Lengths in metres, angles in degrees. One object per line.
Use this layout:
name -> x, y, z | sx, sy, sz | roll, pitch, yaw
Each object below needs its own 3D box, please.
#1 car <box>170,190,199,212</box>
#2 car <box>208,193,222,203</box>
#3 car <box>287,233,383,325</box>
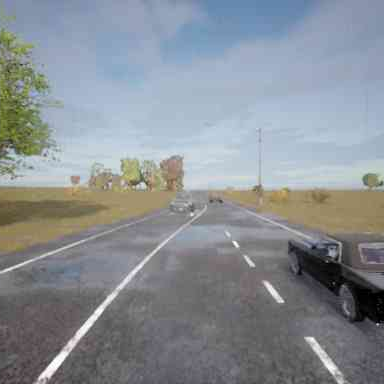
car -> -0.776, 0.928, 31.227 | 2.097, 1.767, 4.553 | 0, 1, 6
car -> 3.471, 0.871, 50.038 | 2.033, 1.411, 5.357 | 0, 1, 0
car -> 3.494, 1.506, 6.913 | 1.895, 1.301, 4.718 | 0, 1, 0
